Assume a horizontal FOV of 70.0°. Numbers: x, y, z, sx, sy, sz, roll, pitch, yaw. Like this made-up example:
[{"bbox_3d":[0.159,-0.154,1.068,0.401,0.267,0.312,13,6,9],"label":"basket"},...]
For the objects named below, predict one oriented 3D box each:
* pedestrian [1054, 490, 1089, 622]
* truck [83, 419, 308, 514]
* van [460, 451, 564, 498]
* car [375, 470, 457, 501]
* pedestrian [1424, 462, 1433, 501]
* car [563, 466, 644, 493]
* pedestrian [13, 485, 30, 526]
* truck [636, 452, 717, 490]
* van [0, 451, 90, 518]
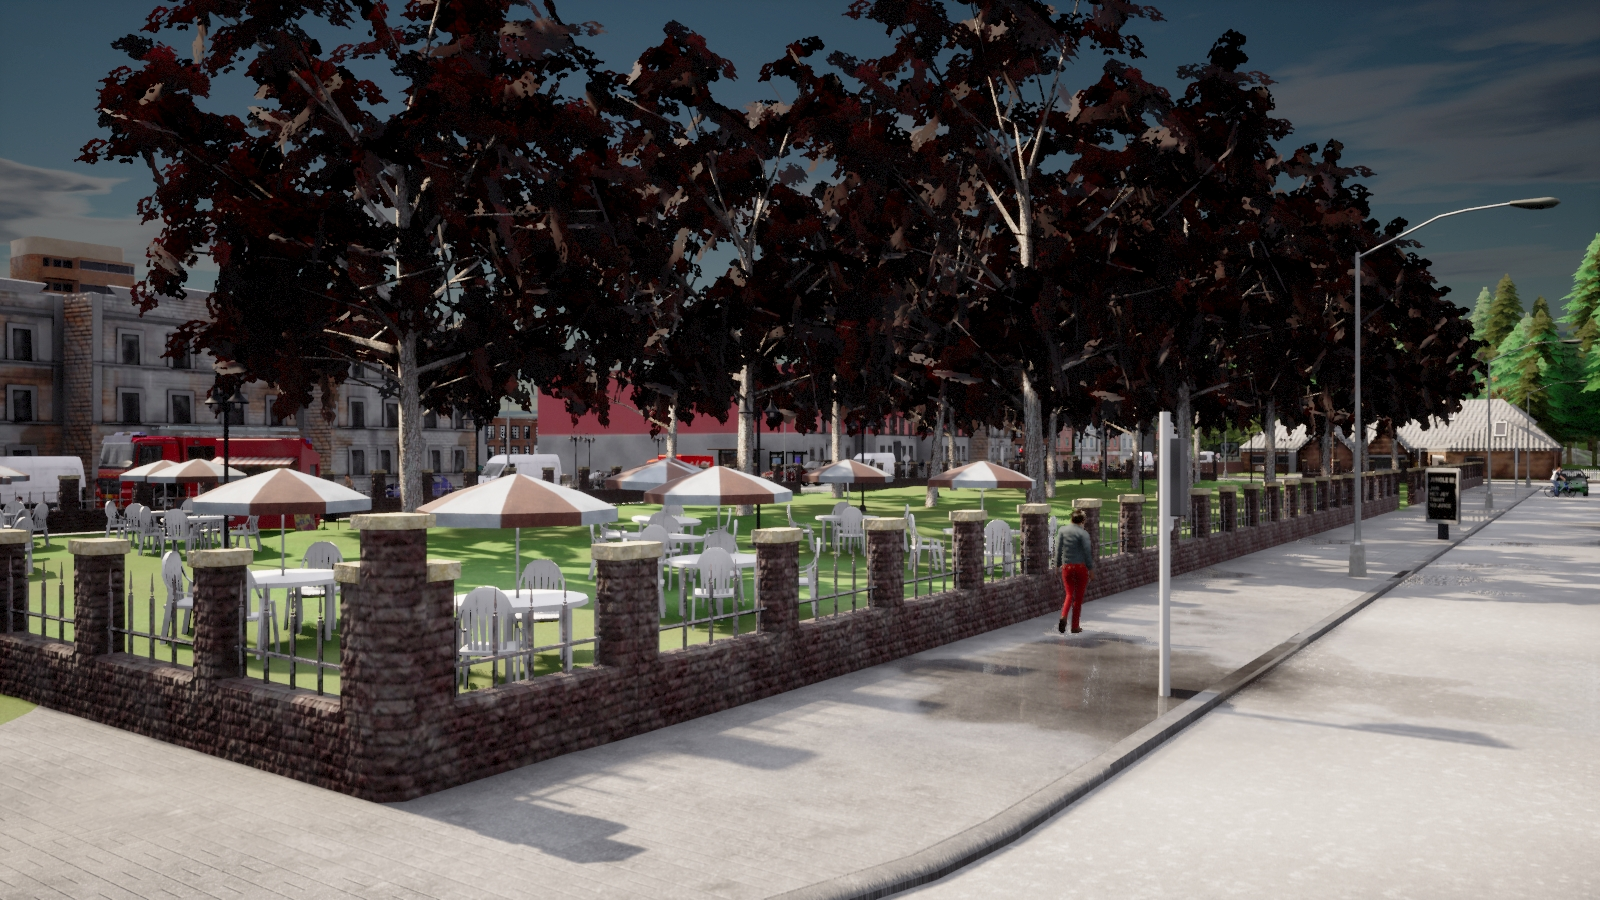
[{"bbox_3d":[3.932,1.517,16.562,0.375,1.860,0.375,0,0,37],"label":"pedestrian"},{"bbox_3d":[-26.598,0.670,50.778,2.891,3.827,8.468,0,0,35],"label":"truck"},{"bbox_3d":[-16.329,1.314,65.083,1.988,2.561,5.915,0,0,35],"label":"van"},{"bbox_3d":[-20.045,1.818,59.739,1.845,1.501,3.633,0,0,35],"label":"car"},{"bbox_3d":[30.373,1.525,55.222,0.375,1.860,0.375,0,0,35],"label":"pedestrian"},{"bbox_3d":[-12.166,1.814,71.050,2.097,1.535,5.006,0,0,35],"label":"car"},{"bbox_3d":[-25.384,1.805,37.249,0.375,1.300,0.375,0,0,42],"label":"pedestrian"},{"bbox_3d":[-8.233,1.348,76.671,2.627,2.467,5.204,0,0,35],"label":"truck"},{"bbox_3d":[-31.021,1.314,44.007,1.988,2.561,5.915,0,0,35],"label":"van"}]
